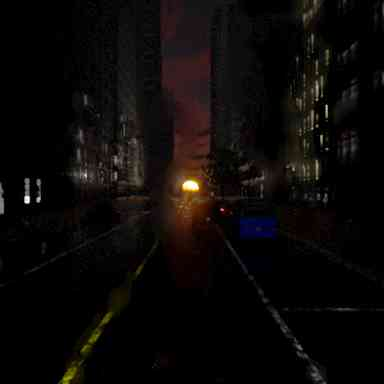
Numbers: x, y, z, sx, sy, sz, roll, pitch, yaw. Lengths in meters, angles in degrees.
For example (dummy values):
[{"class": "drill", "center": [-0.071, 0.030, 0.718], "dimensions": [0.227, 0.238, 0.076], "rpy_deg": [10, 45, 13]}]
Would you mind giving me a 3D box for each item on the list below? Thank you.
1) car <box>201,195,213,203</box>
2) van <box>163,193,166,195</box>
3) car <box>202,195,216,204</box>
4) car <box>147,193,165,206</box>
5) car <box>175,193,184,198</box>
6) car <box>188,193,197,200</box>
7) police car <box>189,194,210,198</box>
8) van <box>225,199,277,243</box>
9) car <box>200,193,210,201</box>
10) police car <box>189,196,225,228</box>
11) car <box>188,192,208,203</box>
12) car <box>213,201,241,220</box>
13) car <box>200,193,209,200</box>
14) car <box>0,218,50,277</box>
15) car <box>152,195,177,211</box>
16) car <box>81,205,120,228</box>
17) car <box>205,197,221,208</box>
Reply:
[{"class": "car", "center": [2.781, 1.223, 60.892], "dimensions": [2.008, 1.369, 4.403], "rpy_deg": [0, 0, 0]}, {"class": "van", "center": [-5.600, 1.012, 60.908], "dimensions": [1.690, 1.788, 3.998], "rpy_deg": [0, 0, 0]}, {"class": "car", "center": [2.772, 1.258, 55.200], "dimensions": [2.008, 1.369, 4.403], "rpy_deg": [0, 0, 0]}, {"class": "car", "center": [-5.617, 1.291, 49.524], "dimensions": [2.008, 1.369, 4.403], "rpy_deg": [0, 0, 0]}, {"class": "car", "center": [-2.884, 0.937, 78.857], "dimensions": [1.837, 1.490, 4.892], "rpy_deg": [0, 0, 0]}, {"class": "car", "center": [0.107, 0.976, 72.950], "dimensions": [1.837, 1.490, 4.892], "rpy_deg": [0, 0, 0]}, {"class": "police car", "center": [0.946, 1.262, 31.485], "dimensions": [1.930, 1.638, 5.238], "rpy_deg": [0, 0, 0]}, {"class": "van", "center": [2.713, 1.262, 15.353], "dimensions": [1.690, 1.788, 3.998], "rpy_deg": [0, 0, 0]}, {"class": "car", "center": [2.798, 1.036, 72.277], "dimensions": [1.967, 1.590, 4.097], "rpy_deg": [0, 0, 0]}, {"class": "police car", "center": [0.932, 1.314, 21.485], "dimensions": [1.930, 1.638, 5.238], "rpy_deg": [0, 0, 0]}, {"class": "car", "center": [0.955, 1.030, 37.403], "dimensions": [2.150, 2.045, 5.566], "rpy_deg": [0, 0, 0]}, {"class": "car", "center": [2.730, 1.443, 26.738], "dimensions": [1.802, 1.307, 4.206], "rpy_deg": [0, 0, 0]}, {"class": "car", "center": [2.806, 0.997, 77.969], "dimensions": [1.967, 1.590, 4.097], "rpy_deg": [0, 0, 0]}, {"class": "car", "center": [-5.676, 1.500, 9.677], "dimensions": [2.008, 1.369, 4.403], "rpy_deg": [0, 0, 0]}, {"class": "car", "center": [-3.039, 1.368, 37.523], "dimensions": [1.994, 1.385, 4.181], "rpy_deg": [0, 0, 0]}, {"class": "car", "center": [-5.660, 1.472, 21.061], "dimensions": [1.802, 1.307, 4.206], "rpy_deg": [0, 0, 0]}, {"class": "car", "center": [2.755, 1.354, 43.816], "dimensions": [1.802, 1.307, 4.206], "rpy_deg": [0, 0, 0]}]
